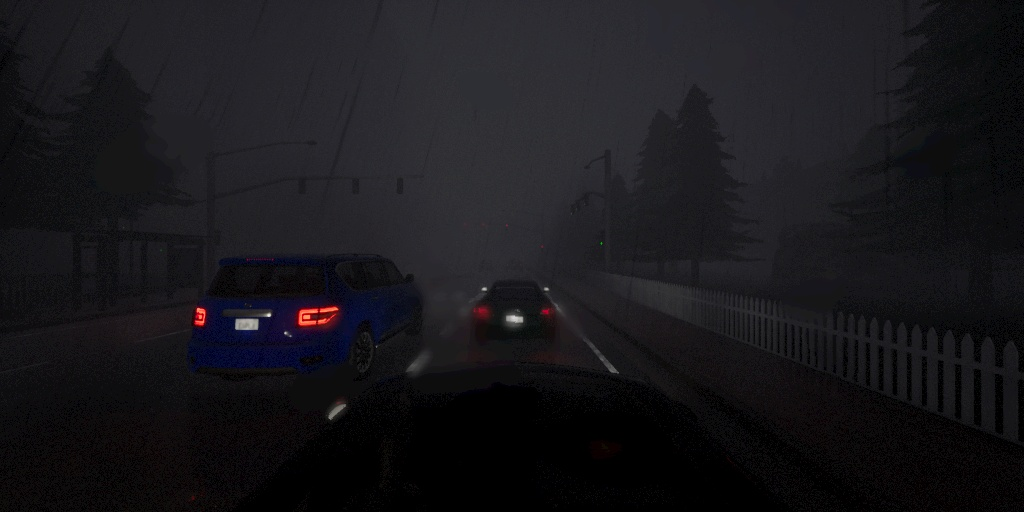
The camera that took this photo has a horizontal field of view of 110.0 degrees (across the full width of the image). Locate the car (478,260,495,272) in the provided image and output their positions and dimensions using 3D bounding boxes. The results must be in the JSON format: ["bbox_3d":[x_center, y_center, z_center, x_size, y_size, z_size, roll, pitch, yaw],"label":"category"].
[{"bbox_3d":[-3.225,1.241,45.591,2.128,1.511,4.902,0,0,1],"label":"car"}]

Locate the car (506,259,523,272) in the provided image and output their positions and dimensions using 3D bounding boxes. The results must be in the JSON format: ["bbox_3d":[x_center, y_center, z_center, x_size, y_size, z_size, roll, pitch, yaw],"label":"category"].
[{"bbox_3d":[0.278,1.101,45.649,2.097,1.767,4.553,0,0,0],"label":"car"}]

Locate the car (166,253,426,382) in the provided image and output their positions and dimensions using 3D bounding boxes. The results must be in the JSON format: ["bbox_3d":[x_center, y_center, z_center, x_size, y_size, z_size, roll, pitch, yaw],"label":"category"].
[{"bbox_3d":[-3.404,0.972,7.312,2.150,2.045,5.566,0,0,0],"label":"car"}]

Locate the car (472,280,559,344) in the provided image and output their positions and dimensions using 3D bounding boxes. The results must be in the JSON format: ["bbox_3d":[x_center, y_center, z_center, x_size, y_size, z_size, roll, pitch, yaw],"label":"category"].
[{"bbox_3d":[0.089,1.314,9.592,1.994,1.385,4.181,0,0,1],"label":"car"}]
